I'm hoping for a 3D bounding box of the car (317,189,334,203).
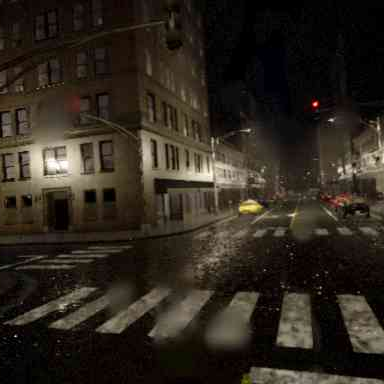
[{"bbox_3d":[18.425,0.647,44.937,1.967,1.590,4.097,-4,-1,18],"label":"car"}]

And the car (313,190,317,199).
[{"bbox_3d":[21.996,0.385,55.723,2.192,1.841,5.009,-4,-1,18],"label":"car"}]

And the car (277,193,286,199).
[{"bbox_3d":[21.571,0.889,79.812,1.802,1.307,4.206,-4,-1,18],"label":"car"}]

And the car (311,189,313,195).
[{"bbox_3d":[27.381,0.428,71.897,1.947,1.339,4.313,-4,-1,18],"label":"car"}]

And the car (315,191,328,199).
[{"bbox_3d":[23.802,0.566,61.113,1.947,1.339,4.313,-4,-1,18],"label":"car"}]

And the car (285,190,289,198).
[{"bbox_3d":[19.764,0.692,74.422,2.192,1.841,5.009,-4,-1,18],"label":"car"}]

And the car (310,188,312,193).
[{"bbox_3d":[29.222,0.316,77.451,1.752,1.417,4.829,-4,-1,18],"label":"car"}]

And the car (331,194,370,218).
[{"bbox_3d":[11.274,1.031,23.368,2.008,1.369,4.403,-4,-1,18],"label":"car"}]

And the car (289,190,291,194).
[{"bbox_3d":[25.150,0.747,90.596,1.802,1.307,4.206,-4,-1,18],"label":"car"}]

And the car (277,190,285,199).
[{"bbox_3d":[16.193,0.954,63.638,1.967,1.590,4.097,-4,-1,18],"label":"car"}]

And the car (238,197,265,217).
[{"bbox_3d":[5.409,1.454,31.126,1.752,1.417,4.829,-4,-1,18],"label":"car"}]

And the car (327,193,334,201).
[{"bbox_3d":[13.066,0.994,28.760,1.802,1.307,4.206,-4,-1,18],"label":"car"}]

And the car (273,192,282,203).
[{"bbox_3d":[12.622,1.203,52.854,2.008,1.369,4.403,-4,-1,18],"label":"car"}]

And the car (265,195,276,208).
[{"bbox_3d":[9.044,1.356,42.070,1.947,1.339,4.313,-4,-1,18],"label":"car"}]
